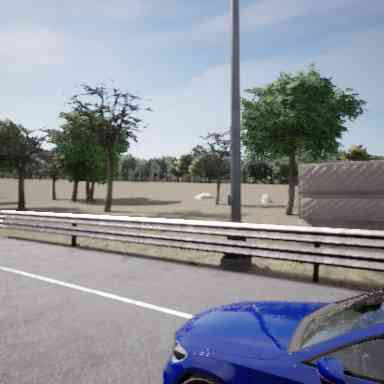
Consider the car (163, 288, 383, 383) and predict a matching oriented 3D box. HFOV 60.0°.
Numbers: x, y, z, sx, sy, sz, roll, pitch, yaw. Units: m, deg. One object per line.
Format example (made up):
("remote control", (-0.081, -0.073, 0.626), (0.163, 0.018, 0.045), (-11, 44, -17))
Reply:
("car", (1.904, 1.524, 2.631), (4.674, 1.442, 1.812), (0, 0, 35))
